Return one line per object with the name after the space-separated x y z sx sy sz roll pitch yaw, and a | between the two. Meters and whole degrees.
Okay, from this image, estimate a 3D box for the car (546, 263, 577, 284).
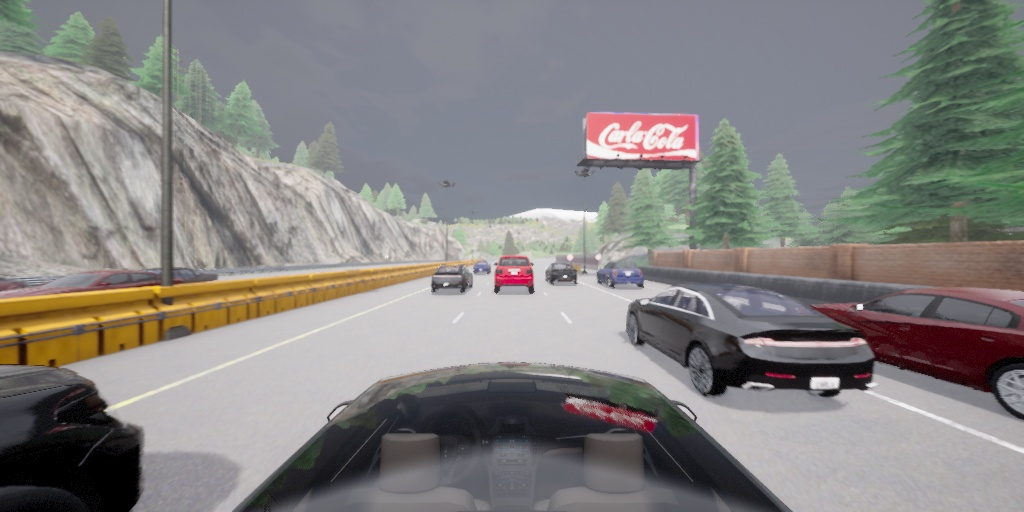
3.619 1.250 26.903 1.882 1.535 5.008 0 0 0 | car

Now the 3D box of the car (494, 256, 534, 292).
0.117 0.989 21.354 2.150 2.045 5.566 0 0 0 | car

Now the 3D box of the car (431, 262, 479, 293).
-3.383 1.256 20.829 2.128 1.511 4.902 0 0 0 | car

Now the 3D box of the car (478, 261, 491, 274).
-3.381 1.306 40.991 1.812 1.442 4.674 0 0 0 | car

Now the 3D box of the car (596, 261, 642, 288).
7.118 1.124 24.081 2.097 1.767 4.553 0 0 0 | car

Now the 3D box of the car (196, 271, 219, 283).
-17.523 1.302 18.007 2.033 1.411 5.357 0 0 1 | car

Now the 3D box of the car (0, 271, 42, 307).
-21.062 1.312 13.210 1.994 1.385 4.181 0 0 0 | car

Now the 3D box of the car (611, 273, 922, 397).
3.609 1.248 6.560 2.128 1.511 4.902 0 0 0 | car

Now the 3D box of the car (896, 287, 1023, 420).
7.114 1.235 5.723 1.882 1.535 5.008 0 0 0 | car
